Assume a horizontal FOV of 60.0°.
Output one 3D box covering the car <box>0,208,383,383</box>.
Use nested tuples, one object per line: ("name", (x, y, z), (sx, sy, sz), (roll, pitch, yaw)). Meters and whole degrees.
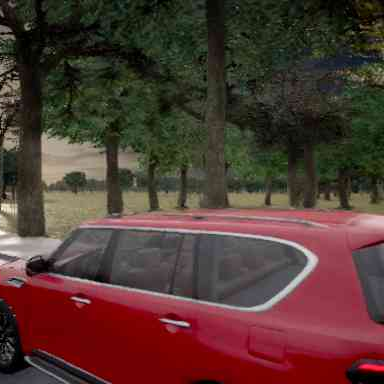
("car", (-0.339, 1.219, 3.900), (5.566, 2.045, 2.150), (-1, -1, 37))
